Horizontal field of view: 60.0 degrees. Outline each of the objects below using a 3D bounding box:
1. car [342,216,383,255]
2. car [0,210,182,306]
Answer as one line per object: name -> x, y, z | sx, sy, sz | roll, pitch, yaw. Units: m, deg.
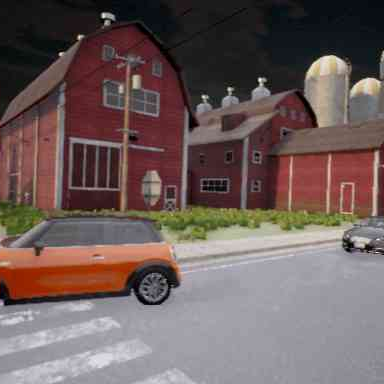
car -> 8.045, 1.758, 13.774 | 4.902, 1.511, 2.128 | 2, 0, -39
car -> -2.565, 1.236, 6.805 | 4.553, 1.767, 2.097 | 2, 0, -19
